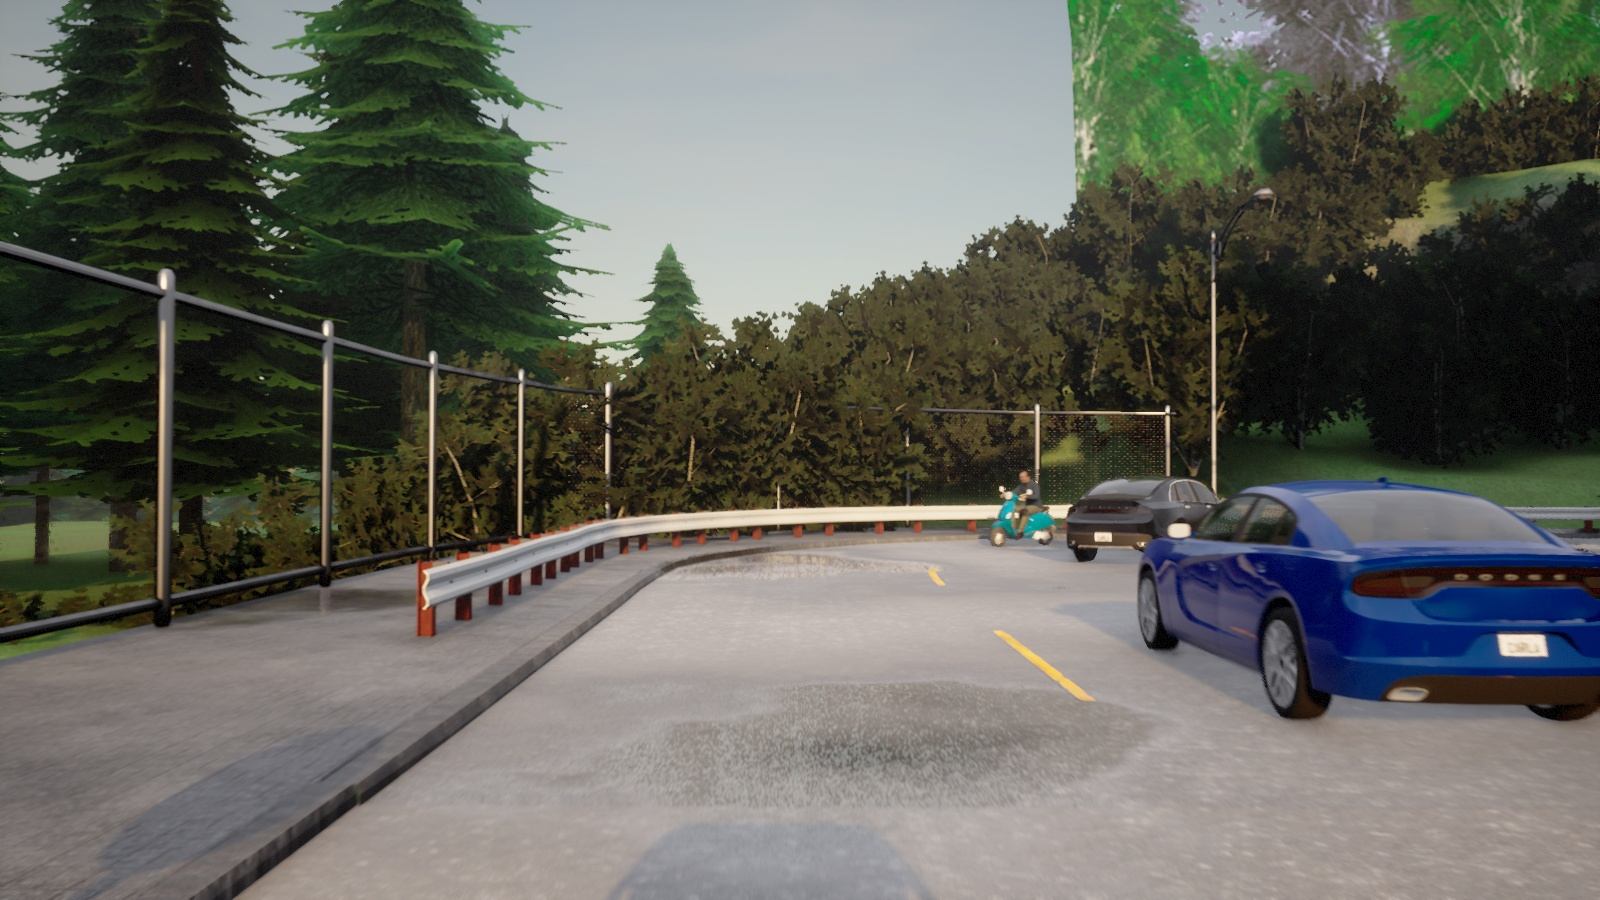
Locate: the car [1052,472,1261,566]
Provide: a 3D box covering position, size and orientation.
[{"bbox_3d":[6.544,1.171,22.659,1.837,1.490,4.892,-2,-2,39],"label":"car"}]

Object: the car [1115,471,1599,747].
[{"bbox_3d":[3.980,0.935,9.549,1.882,1.535,5.008,0,-1,0],"label":"car"}]

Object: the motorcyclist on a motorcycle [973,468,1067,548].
[{"bbox_3d":[4.600,1.188,26.257,1.817,1.590,0.866,0,0,-33],"label":"motorcyclist on a motorcycle"}]
